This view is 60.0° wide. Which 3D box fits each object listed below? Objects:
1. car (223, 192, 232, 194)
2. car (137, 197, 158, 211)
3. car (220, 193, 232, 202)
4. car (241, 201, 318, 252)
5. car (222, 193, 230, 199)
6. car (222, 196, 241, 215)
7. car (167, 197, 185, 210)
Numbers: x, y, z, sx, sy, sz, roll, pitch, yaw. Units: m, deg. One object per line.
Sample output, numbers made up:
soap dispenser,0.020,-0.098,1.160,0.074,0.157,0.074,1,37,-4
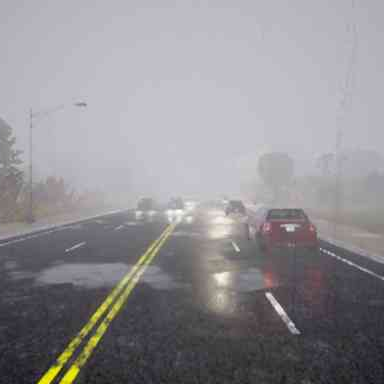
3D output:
car,7.998,1.210,80.511,2.033,1.649,4.856,0,0,7
car,-5.355,1.392,40.447,1.882,1.535,5.008,0,0,4
car,6.819,1.423,69.681,1.895,1.301,4.718,0,0,6
car,3.535,1.329,13.920,2.097,1.767,4.553,0,0,1
car,9.348,1.163,91.351,2.033,1.649,4.856,0,0,8
car,4.182,1.462,32.633,1.812,1.442,4.674,0,0,3
car,-1.982,1.401,42.383,2.128,1.511,4.902,0,0,4
